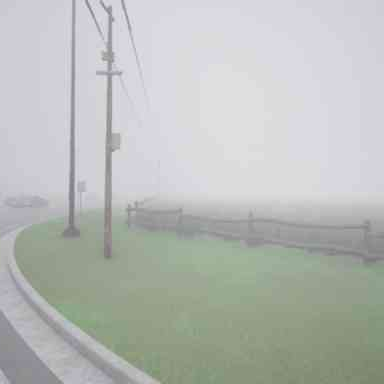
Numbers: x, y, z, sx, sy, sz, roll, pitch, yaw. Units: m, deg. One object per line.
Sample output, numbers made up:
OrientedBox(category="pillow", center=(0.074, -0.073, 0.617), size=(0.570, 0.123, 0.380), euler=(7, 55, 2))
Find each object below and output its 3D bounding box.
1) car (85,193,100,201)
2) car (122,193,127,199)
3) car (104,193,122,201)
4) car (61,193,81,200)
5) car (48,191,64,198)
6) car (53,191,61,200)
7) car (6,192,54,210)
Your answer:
OrientedBox(category="car", center=(-18.068, 0.836, 60.623), size=(2.033, 1.411, 5.357), euler=(1, 0, -3))
OrientedBox(category="car", center=(-15.238, 0.836, 71.727), size=(1.895, 1.301, 4.718), euler=(1, 0, -3))
OrientedBox(category="car", center=(-14.402, 0.910, 59.628), size=(1.994, 1.385, 4.181), euler=(1, 0, -3))
OrientedBox(category="car", center=(-21.576, 0.789, 60.673), size=(2.033, 1.411, 5.357), euler=(1, 0, -3))
OrientedBox(category="car", center=(-29.256, 0.578, 71.628), size=(1.812, 1.442, 4.674), euler=(1, 0, -3))
OrientedBox(category="car", center=(-25.079, 0.672, 60.679), size=(1.882, 1.535, 5.008), euler=(1, 1, -3))
OrientedBox(category="car", center=(-16.344, 1.066, 33.959), size=(2.033, 1.411, 5.357), euler=(1, 0, -3))
